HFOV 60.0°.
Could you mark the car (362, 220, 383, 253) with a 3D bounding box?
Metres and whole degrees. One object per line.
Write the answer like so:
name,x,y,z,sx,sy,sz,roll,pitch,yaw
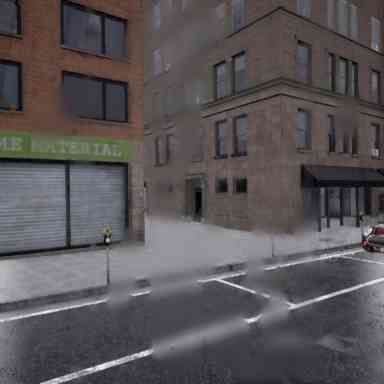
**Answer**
car,8.138,1.439,12.410,4.097,1.590,1.967,0,-1,-35
